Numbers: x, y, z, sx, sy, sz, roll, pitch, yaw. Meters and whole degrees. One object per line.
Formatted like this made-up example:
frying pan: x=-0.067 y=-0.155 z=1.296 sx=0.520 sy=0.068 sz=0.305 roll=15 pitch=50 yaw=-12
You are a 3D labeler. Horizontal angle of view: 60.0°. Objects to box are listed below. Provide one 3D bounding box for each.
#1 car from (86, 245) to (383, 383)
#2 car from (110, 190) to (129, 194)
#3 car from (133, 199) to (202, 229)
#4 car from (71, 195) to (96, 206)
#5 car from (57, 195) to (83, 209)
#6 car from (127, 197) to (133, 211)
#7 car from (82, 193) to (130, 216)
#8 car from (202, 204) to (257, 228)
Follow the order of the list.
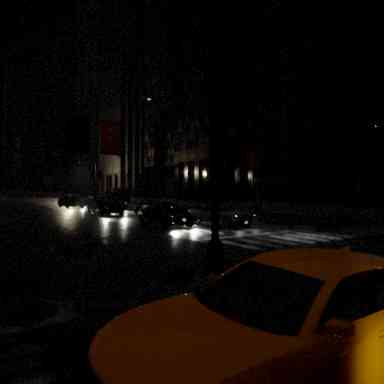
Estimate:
car: x=1.336 y=1.479 z=3.968 sx=5.008 sy=1.535 sz=1.882 roll=0 pitch=0 yaw=-31
car: x=-11.532 y=0.650 z=51.514 sx=2.150 sy=2.045 sz=5.566 roll=0 pitch=1 yaw=-35
car: x=-1.583 y=1.341 z=20.003 sx=1.994 sy=1.385 sz=4.181 roll=0 pitch=1 yaw=-35
car: x=-14.346 y=1.054 z=43.922 sx=1.895 sy=1.301 sz=4.718 roll=0 pitch=1 yaw=-35
car: x=-13.518 y=1.061 z=37.032 sx=2.033 sy=1.411 sz=5.357 roll=0 pitch=1 yaw=-35
car: x=-3.454 y=1.293 z=28.332 sx=1.895 sy=1.301 sz=4.718 roll=0 pitch=1 yaw=-35
car: x=-7.442 y=1.125 z=28.362 sx=1.882 sy=1.535 sz=5.008 roll=0 pitch=1 yaw=-35
car: x=1.824 y=1.411 z=20.833 sx=1.895 sy=1.301 sz=4.718 roll=0 pitch=1 yaw=-36
